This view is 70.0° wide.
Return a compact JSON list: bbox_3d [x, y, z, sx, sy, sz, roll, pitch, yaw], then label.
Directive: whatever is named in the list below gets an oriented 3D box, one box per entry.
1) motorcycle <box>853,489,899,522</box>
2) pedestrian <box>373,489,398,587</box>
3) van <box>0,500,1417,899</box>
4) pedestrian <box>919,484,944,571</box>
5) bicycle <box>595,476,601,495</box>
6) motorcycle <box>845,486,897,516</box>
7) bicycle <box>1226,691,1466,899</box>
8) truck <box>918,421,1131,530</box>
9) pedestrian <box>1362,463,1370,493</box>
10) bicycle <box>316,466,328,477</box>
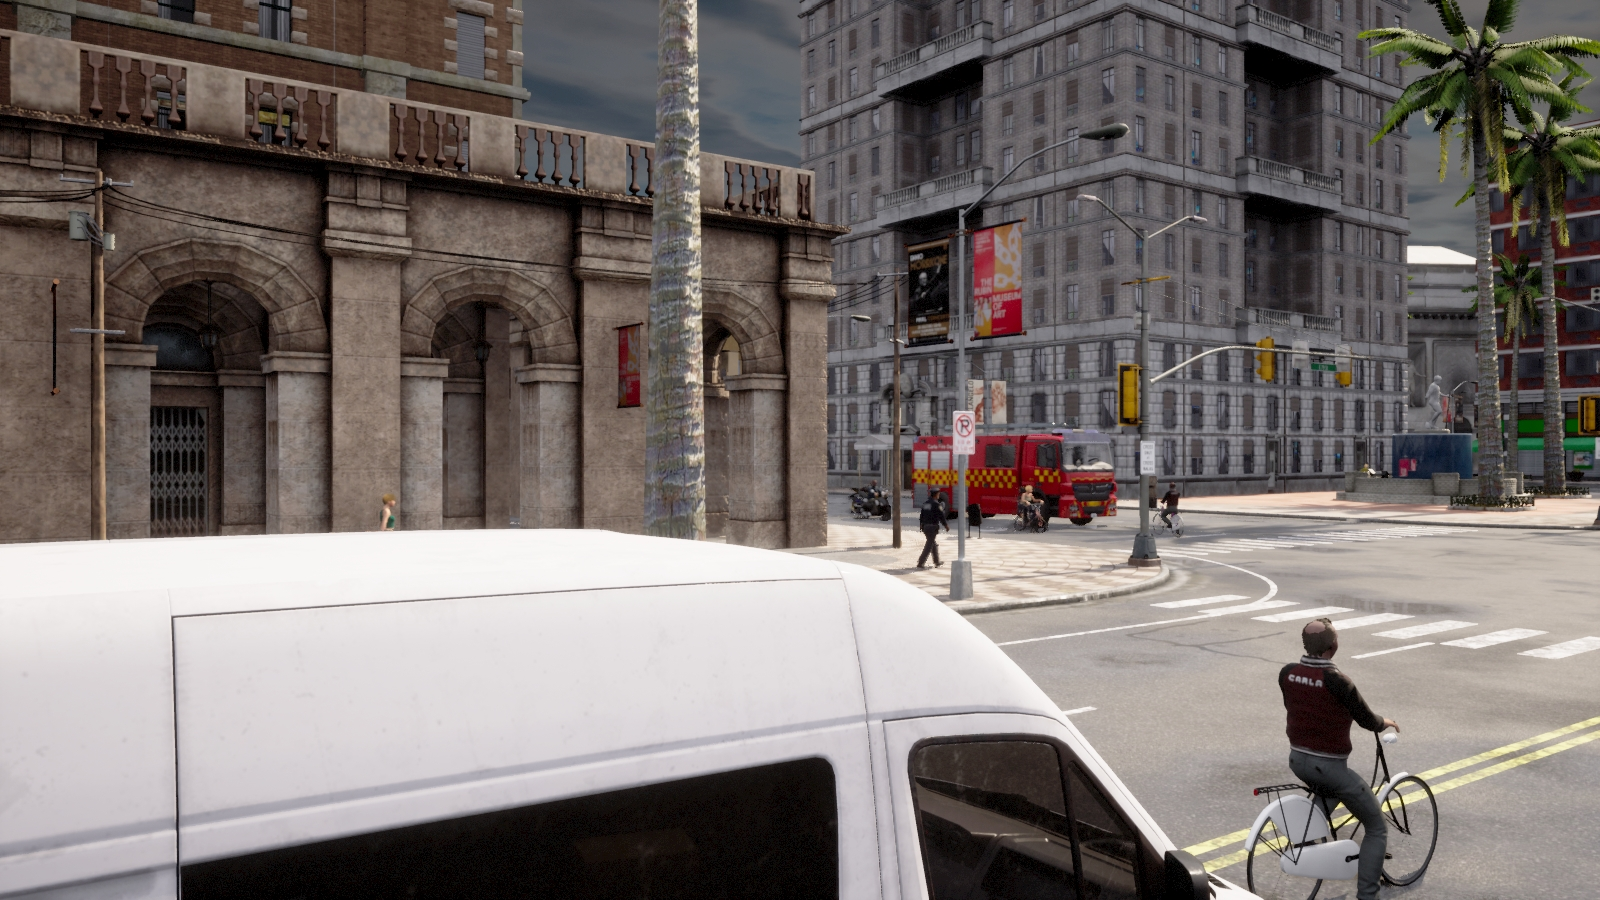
[{"bbox_3d":[3.019,2.182,45.498,0.856,1.236,1.805,0,0,-35],"label":"motorcycle"},{"bbox_3d":[-8.029,1.698,22.140,0.375,1.860,0.375,0,0,-35],"label":"pedestrian"},{"bbox_3d":[-0.760,1.534,3.254,5.915,2.561,1.988,0,0,-35],"label":"van"},{"bbox_3d":[2.892,1.696,25.141,0.375,1.860,0.375,0,0,-34],"label":"pedestrian"},{"bbox_3d":[-12.612,2.210,71.312,0.329,1.171,1.835,0,0,-13],"label":"bicycle"},{"bbox_3d":[3.065,2.205,49.742,2.209,1.251,0.867,0,0,44],"label":"motorcycle"},{"bbox_3d":[3.417,2.210,7.085,1.835,1.171,0.329,0,0,-29],"label":"bicycle"},{"bbox_3d":[8.452,0.890,44.321,2.891,3.827,8.468,0,0,-35],"label":"truck"},{"bbox_3d":[34.451,1.696,69.556,0.375,1.860,0.375,0,0,38],"label":"pedestrian"},{"bbox_3d":[-50.010,2.257,119.508,0.859,1.080,1.487,0,1,-34],"label":"bicycle"}]
